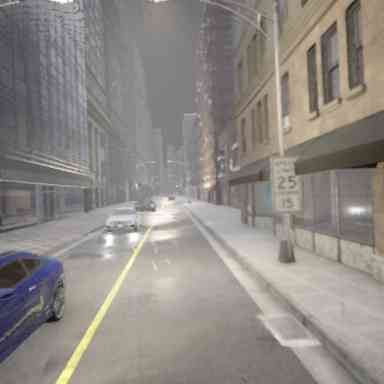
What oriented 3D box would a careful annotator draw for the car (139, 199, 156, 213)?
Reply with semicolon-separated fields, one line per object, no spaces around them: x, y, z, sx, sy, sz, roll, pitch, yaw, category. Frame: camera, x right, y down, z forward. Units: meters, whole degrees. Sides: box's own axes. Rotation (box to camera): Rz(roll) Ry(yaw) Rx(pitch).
-5.352;1.574;39.194;2.097;1.767;4.553;-2;0;-4;car

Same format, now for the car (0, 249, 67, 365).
-3.262;1.664;4.733;1.812;1.442;4.674;-2;0;-2;car

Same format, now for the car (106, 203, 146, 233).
-4.324;1.702;21.624;1.812;1.442;4.674;-2;0;-4;car

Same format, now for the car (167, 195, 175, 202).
-5.392;1.714;87.170;1.837;1.490;4.892;-2;0;-4;car
